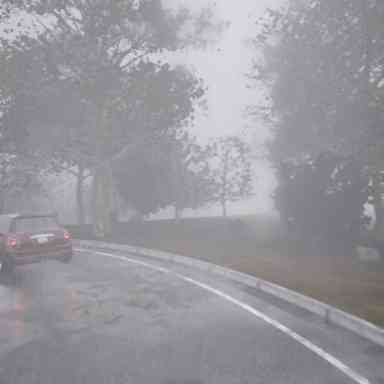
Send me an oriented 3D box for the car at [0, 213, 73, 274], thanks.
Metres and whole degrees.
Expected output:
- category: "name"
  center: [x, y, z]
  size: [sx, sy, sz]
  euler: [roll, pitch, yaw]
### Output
- category: "car"
  center: [-6.029, 1.490, 11.363]
  size: [4.553, 1.767, 2.097]
  euler: [-1, 0, 42]
